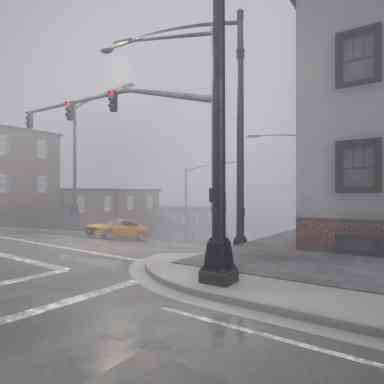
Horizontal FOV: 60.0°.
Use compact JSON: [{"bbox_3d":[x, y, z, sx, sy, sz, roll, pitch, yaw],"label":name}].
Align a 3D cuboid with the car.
[{"bbox_3d":[-5.233,2.646,23.689,1.882,1.535,5.008,0,-9,36],"label":"car"}]
